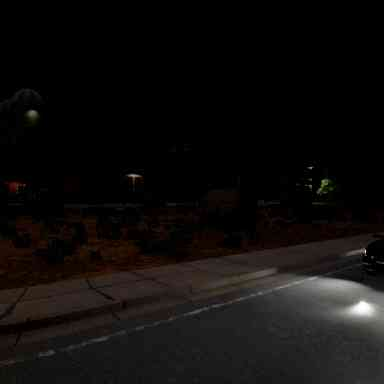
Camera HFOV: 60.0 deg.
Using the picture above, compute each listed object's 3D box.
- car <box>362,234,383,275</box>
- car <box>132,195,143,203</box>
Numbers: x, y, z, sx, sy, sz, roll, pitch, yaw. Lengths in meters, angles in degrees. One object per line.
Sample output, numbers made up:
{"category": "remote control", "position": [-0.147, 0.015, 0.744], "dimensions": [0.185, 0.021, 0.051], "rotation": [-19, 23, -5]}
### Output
{"category": "car", "position": [6.870, 1.681, 9.975], "dimensions": [4.892, 1.490, 1.837], "rotation": [1, -1, -40]}
{"category": "car", "position": [-12.323, 1.691, 75.892], "dimensions": [1.905, 1.878, 3.866], "rotation": [7, 2, 3]}
